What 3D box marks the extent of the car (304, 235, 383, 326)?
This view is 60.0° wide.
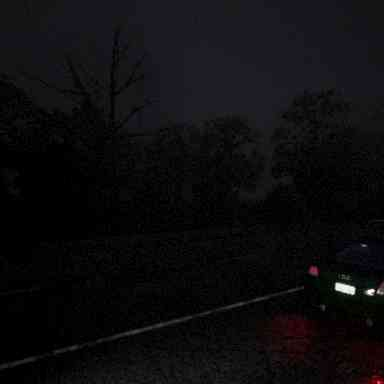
[{"bbox_3d":[4.196,1.594,6.742,4.181,1.385,1.994,0,0,-36],"label":"car"}]
